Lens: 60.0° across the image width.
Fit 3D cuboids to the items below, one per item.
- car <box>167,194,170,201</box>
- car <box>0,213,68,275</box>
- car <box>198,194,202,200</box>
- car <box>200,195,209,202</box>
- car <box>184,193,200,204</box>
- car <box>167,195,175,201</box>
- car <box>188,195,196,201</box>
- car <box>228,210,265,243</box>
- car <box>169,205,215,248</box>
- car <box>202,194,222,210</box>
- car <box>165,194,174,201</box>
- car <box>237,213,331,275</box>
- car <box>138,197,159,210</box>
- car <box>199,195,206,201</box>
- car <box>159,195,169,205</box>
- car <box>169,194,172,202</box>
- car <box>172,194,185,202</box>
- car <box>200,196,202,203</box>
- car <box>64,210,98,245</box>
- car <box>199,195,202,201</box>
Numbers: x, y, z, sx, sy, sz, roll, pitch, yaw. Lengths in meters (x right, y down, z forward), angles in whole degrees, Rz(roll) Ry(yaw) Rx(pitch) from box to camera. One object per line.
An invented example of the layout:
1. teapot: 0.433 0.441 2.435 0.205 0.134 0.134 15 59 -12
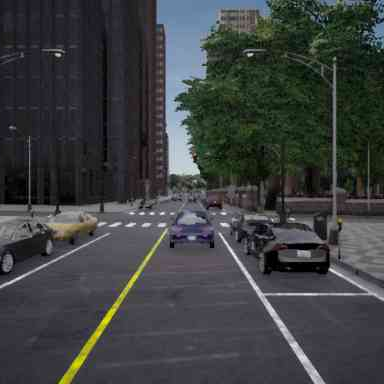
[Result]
1. car: -5.762 1.624 64.291 1.802 1.307 4.206 0 0 0
2. car: -5.762 1.551 10.286 2.008 1.369 4.403 0 0 0
3. car: 2.763 1.593 64.298 2.008 1.369 4.403 0 0 0
4. car: 2.763 1.496 75.211 1.967 1.590 4.097 0 0 0
5. car: 0.000 1.413 67.151 2.097 1.767 4.553 0 0 0
6. car: -5.763 1.622 91.576 1.887 1.381 4.507 0 0 0
7. car: 0.000 1.541 83.007 1.994 1.385 4.181 0 0 0
8. car: 2.763 1.552 15.807 2.008 1.369 4.403 0 0 0
9. car: 0.000 1.535 14.650 1.812 1.442 4.674 0 0 0
10. car: 2.763 1.330 42.473 2.192 1.841 5.009 0 0 0
11. car: -5.762 1.385 86.120 2.192 1.841 5.009 0 0 0
12. car: 2.763 1.566 10.294 1.947 1.339 4.313 0 0 0
13. car: -5.762 1.581 42.463 1.947 1.339 4.313 0 0 0
14. car: 2.762 1.603 91.751 1.752 1.417 4.829 0 0 0
15. car: -5.762 1.586 58.834 2.008 1.369 4.403 0 0 0
16. car: -5.763 1.631 69.748 1.802 1.307 4.206 0 0 0
17. car: -3.000 1.604 74.229 1.895 1.301 4.718 0 0 0
18. car: 2.763 1.594 53.385 1.947 1.339 4.313 0 0 0
19. car: -5.762 1.527 15.628 1.752 1.417 4.829 0 0 0
20. car: 2.763 1.586 58.841 2.008 1.369 4.403 0 0 0
